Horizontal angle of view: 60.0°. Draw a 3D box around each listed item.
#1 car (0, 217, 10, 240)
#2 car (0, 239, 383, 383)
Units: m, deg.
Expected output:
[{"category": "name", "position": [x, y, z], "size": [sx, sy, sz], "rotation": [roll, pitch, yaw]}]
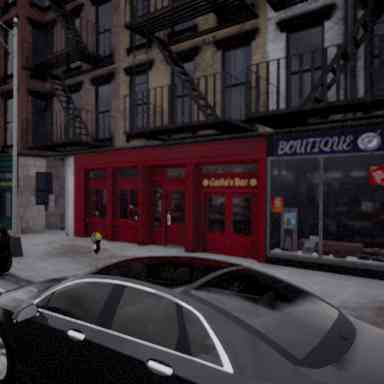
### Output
[{"category": "car", "position": [-6.666, 1.144, 7.795], "size": [5.566, 2.045, 2.150], "rotation": [1, 0, 29]}, {"category": "car", "position": [-0.489, 1.484, 3.641], "size": [4.892, 1.490, 1.837], "rotation": [1, 0, 36]}]
